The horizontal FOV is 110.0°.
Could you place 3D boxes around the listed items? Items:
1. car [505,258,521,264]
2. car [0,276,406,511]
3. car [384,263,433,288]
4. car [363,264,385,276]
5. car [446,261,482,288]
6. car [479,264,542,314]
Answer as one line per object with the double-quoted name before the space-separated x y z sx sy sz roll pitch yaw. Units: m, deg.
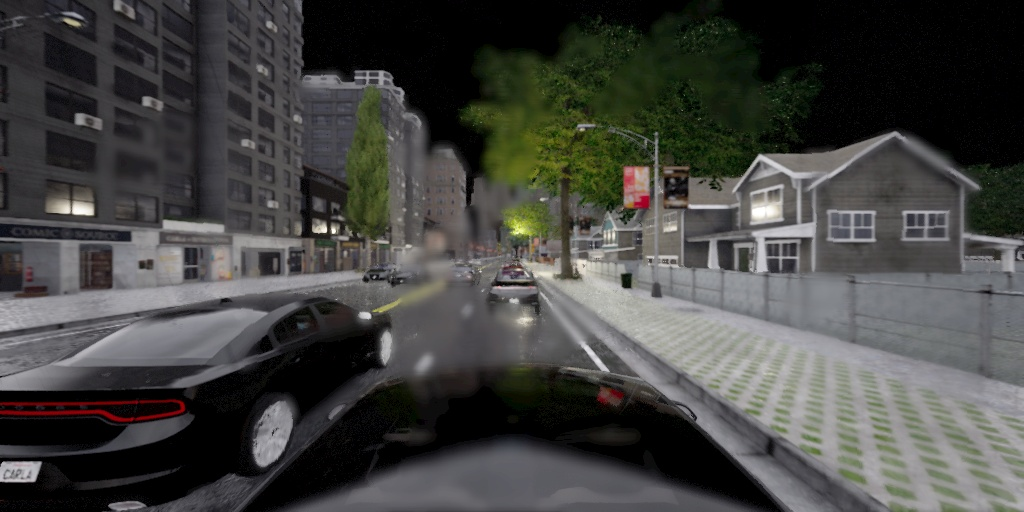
"car" 0.107 1.227 31.974 1.882 1.535 5.008 0 0 0
"car" -3.149 1.230 4.769 1.882 1.535 5.008 0 0 0
"car" -6.592 1.259 23.973 1.837 1.490 4.892 0 0 0
"car" -9.841 1.316 27.631 1.994 1.385 4.181 0 0 0
"car" -3.143 1.301 24.029 2.033 1.411 5.357 0 0 0
"car" 0.103 1.246 13.900 2.128 1.511 4.902 0 0 0
